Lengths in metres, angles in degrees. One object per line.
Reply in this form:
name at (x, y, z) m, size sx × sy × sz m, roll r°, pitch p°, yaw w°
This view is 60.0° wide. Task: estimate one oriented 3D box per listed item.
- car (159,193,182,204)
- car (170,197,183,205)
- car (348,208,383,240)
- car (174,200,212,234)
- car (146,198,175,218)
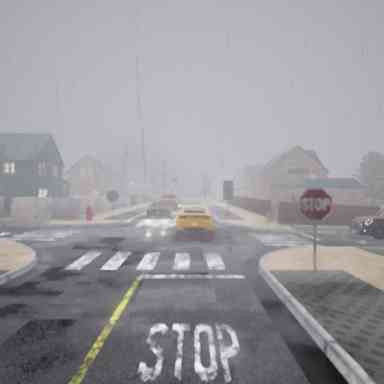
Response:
car at (-2.802, 1.163, 40.874) m, size 2.150 × 2.045 × 5.566 m, roll 0°, pitch 0°, yaw 0°
car at (-2.723, 1.520, 59.102) m, size 1.994 × 1.385 × 4.181 m, roll 0°, pitch 0°, yaw 0°
car at (11.009, 1.614, 18.054) m, size 4.553 × 1.767 × 2.097 m, roll 1°, pitch -1°, yaw -1°
car at (0.137, 1.490, 19.506) m, size 1.882 × 1.535 × 5.008 m, roll 1°, pitch 0°, yaw 0°
car at (-2.822, 1.513, 29.069) m, size 1.994 × 1.385 × 4.181 m, roll 0°, pitch 0°, yaw -1°
